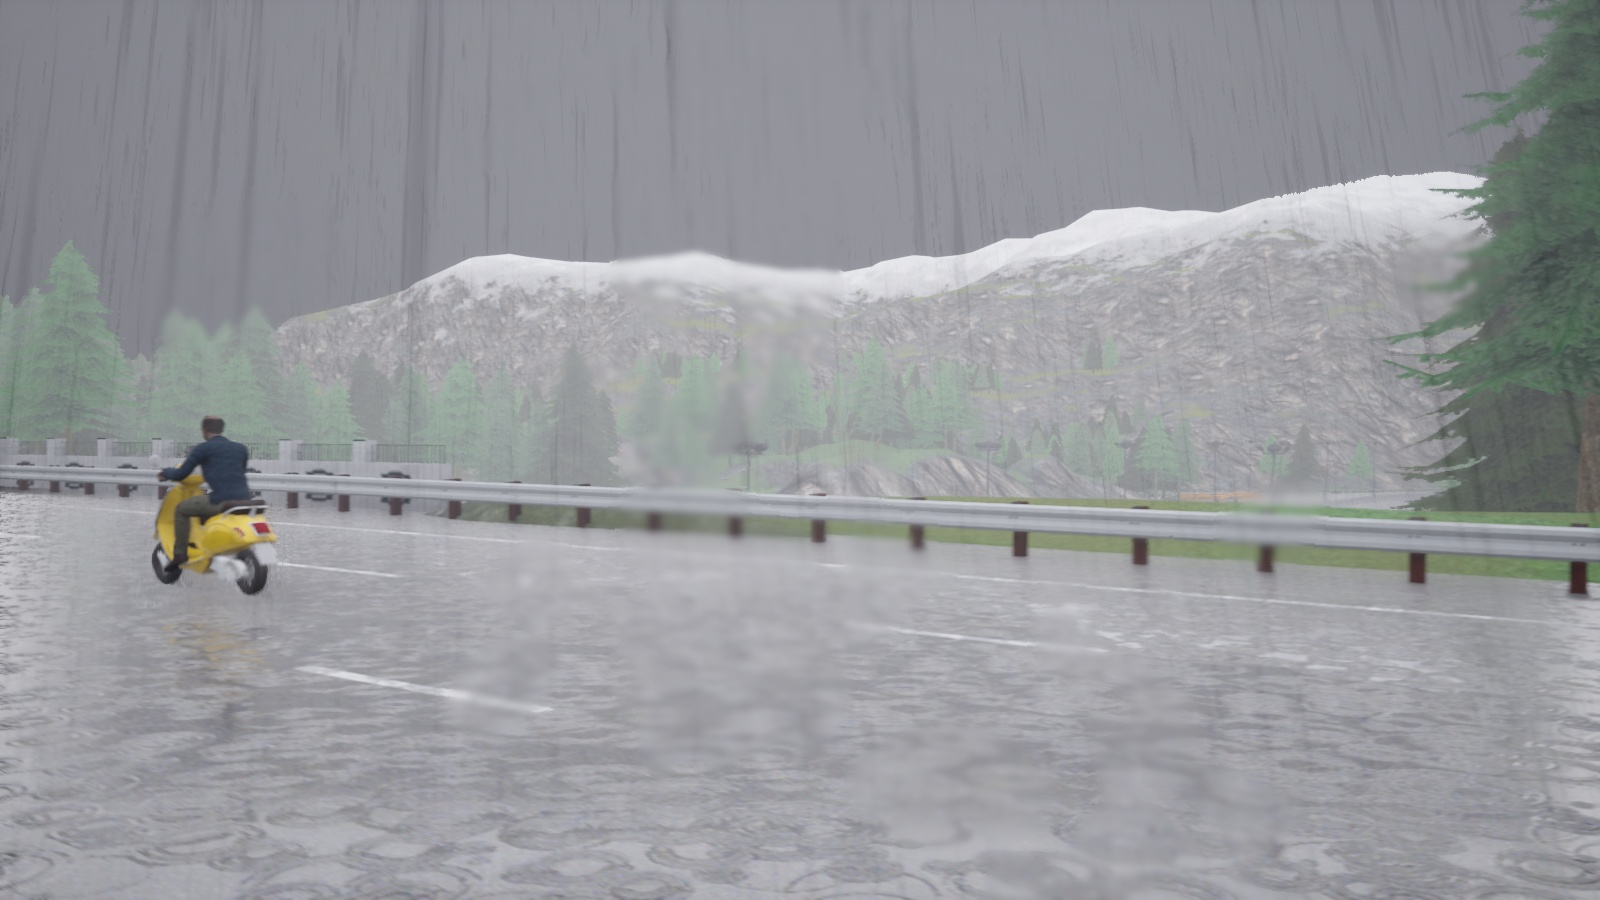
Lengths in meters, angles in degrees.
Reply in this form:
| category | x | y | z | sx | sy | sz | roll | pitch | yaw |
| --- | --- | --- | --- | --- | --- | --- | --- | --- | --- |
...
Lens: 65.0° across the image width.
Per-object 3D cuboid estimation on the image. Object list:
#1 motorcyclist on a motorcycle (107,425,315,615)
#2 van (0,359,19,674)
| category | x | y | z | sx | sy | sz | roll | pitch | yaw |
| --- | --- | --- | --- | --- | --- | --- | --- | --- | --- |
| motorcyclist on a motorcycle | -5.346 | 0.578 | 11.376 | 1.817 | 1.590 | 0.866 | 0 | 1 | 34 |
| van | -7.338 | 0.435 | 8.494 | 4.442 | 1.987 | 1.775 | 0 | 1 | 34 |
